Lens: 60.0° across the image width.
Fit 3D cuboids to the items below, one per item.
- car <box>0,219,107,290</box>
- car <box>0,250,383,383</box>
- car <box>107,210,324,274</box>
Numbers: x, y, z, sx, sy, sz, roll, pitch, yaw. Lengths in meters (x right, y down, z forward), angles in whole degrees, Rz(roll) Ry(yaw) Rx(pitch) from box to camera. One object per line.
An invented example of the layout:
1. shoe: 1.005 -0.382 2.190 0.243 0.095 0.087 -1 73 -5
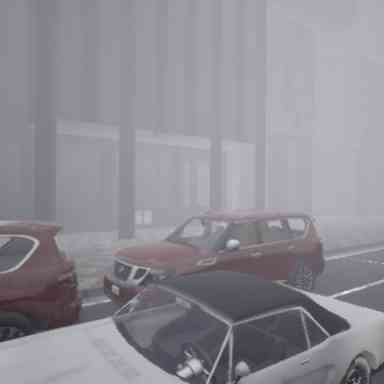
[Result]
1. car: -3.832 1.307 3.798 5.009 1.841 2.192 1 0 -35
2. car: 0.024 1.614 3.270 4.718 1.301 1.895 1 0 -35
3. car: 0.762 1.348 7.069 5.009 1.841 2.192 1 0 -35
